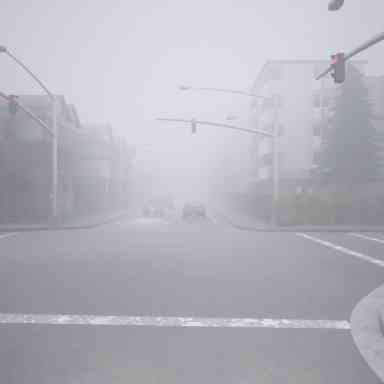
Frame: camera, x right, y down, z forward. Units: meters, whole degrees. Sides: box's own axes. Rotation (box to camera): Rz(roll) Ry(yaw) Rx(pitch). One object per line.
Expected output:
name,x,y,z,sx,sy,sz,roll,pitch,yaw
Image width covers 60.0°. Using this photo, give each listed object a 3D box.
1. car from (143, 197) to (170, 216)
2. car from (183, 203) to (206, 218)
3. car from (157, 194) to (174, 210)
car,-3.589,1.491,32.324,2.128,1.511,4.902,0,0,0
car,0.157,1.601,29.505,1.895,1.301,4.718,0,0,-1
car,-3.566,1.221,42.900,2.150,2.045,5.566,0,0,0
